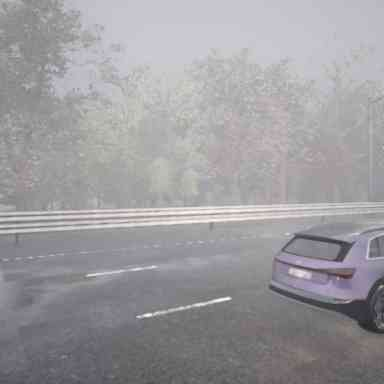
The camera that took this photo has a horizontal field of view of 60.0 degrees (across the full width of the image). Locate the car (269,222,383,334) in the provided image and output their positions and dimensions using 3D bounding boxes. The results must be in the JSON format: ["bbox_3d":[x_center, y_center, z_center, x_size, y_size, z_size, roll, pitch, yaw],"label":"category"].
[{"bbox_3d":[3.731,1.441,6.775,4.856,1.649,2.033,0,0,-32],"label":"car"}]
